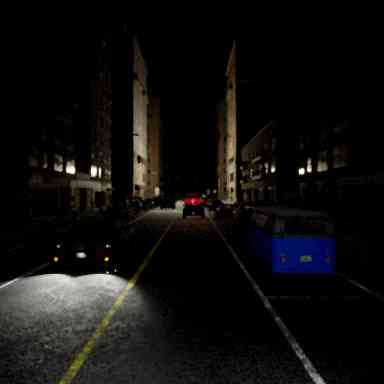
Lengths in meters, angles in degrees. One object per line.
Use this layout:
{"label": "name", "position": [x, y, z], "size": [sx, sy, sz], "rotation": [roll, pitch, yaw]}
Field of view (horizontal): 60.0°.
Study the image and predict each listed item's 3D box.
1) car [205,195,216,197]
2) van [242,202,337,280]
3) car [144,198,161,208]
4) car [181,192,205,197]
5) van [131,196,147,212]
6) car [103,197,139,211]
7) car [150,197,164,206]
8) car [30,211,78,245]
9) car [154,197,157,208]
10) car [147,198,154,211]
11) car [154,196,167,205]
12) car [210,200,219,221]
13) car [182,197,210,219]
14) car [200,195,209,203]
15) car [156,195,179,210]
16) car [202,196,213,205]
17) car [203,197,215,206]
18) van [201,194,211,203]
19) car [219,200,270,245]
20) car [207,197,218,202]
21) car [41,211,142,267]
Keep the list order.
{"label": "car", "position": [2.733, 1.503, 43.901], "size": [1.752, 1.417, 4.829], "rotation": [1, 0, 0]}
{"label": "van", "position": [2.690, 1.335, 9.691], "size": [1.690, 1.788, 3.998], "rotation": [1, 0, 0]}
{"label": "car", "position": [-5.786, 1.539, 49.420], "size": [1.947, 1.339, 4.313], "rotation": [1, 0, 0]}
{"label": "car", "position": [0.154, 1.203, 41.124], "size": [2.150, 2.045, 5.566], "rotation": [0, 0, 0]}
{"label": "van", "position": [-5.806, 1.322, 32.401], "size": [1.690, 1.788, 3.998], "rotation": [1, 0, 0]}
{"label": "car", "position": [-5.814, 1.423, 26.728], "size": [1.967, 1.590, 4.097], "rotation": [1, 0, 0]}
{"label": "car", "position": [-5.778, 1.536, 55.093], "size": [1.947, 1.339, 4.313], "rotation": [1, 0, 0]}
{"label": "car", "position": [-5.831, 1.571, 15.383], "size": [1.802, 1.307, 4.206], "rotation": [1, 0, 0]}
{"label": "car", "position": [-5.793, 1.527, 43.747], "size": [2.008, 1.369, 4.403], "rotation": [1, 0, 0]}
{"label": "car", "position": [-5.801, 1.560, 38.074], "size": [1.802, 1.307, 4.206], "rotation": [1, 0, 0]}
{"label": "car", "position": [-5.771, 1.512, 60.766], "size": [1.887, 1.381, 4.507], "rotation": [1, 0, 0]}
{"label": "car", "position": [2.710, 1.567, 26.711], "size": [1.802, 1.307, 4.206], "rotation": [1, 0, 0]}
{"label": "car", "position": [0.137, 1.476, 28.947], "size": [2.128, 1.511, 4.902], "rotation": [0, 0, 0]}
{"label": "car", "position": [2.770, 1.487, 72.268], "size": [1.752, 1.417, 4.829], "rotation": [1, 0, 0]}
{"label": "car", "position": [-3.037, 1.455, 42.370], "size": [1.882, 1.535, 5.008], "rotation": [0, 0, 0]}
{"label": "car", "position": [2.756, 1.494, 60.921], "size": [1.752, 1.417, 4.829], "rotation": [1, 0, 0]}
{"label": "car", "position": [2.747, 1.554, 55.078], "size": [1.802, 1.307, 4.206], "rotation": [1, 0, 0]}
{"label": "van", "position": [2.765, 1.307, 66.425], "size": [1.690, 1.788, 3.998], "rotation": [1, 0, 0]}
{"label": "car", "position": [2.698, 1.306, 15.364], "size": [2.192, 1.841, 5.009], "rotation": [1, 0, 0]}
{"label": "car", "position": [2.725, 1.546, 38.058], "size": [1.947, 1.339, 4.313], "rotation": [1, 0, 0]}
{"label": "car", "position": [-3.087, 1.556, 11.243], "size": [1.994, 1.385, 4.181], "rotation": [0, 0, 0]}
